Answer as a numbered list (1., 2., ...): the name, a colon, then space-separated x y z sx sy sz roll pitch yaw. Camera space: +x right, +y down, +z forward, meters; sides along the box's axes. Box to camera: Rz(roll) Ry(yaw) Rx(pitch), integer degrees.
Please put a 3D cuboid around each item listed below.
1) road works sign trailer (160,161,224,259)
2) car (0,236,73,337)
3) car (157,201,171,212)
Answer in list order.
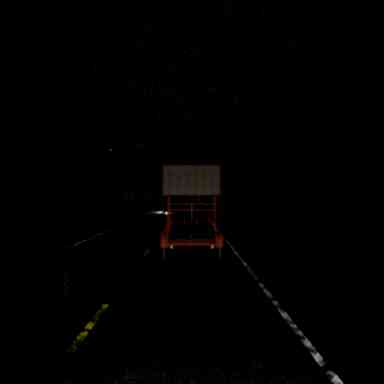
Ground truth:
1. road works sign trailer: -0.014 0.595 13.199 2.380 3.560 2.880 0 -1 -1
2. car: -3.611 1.585 5.889 1.812 1.442 4.674 0 -1 0
3. car: -3.983 2.023 47.601 2.033 1.411 5.357 0 -1 -1
